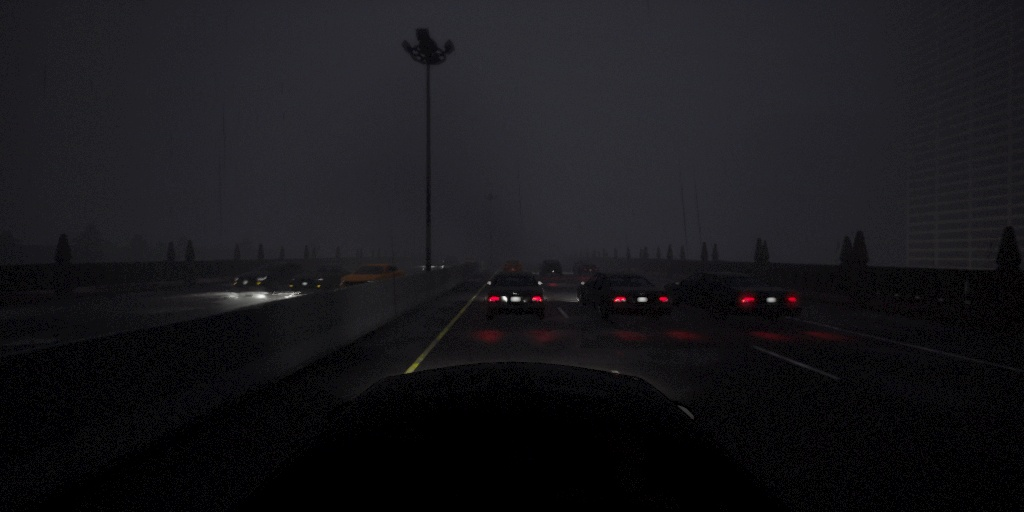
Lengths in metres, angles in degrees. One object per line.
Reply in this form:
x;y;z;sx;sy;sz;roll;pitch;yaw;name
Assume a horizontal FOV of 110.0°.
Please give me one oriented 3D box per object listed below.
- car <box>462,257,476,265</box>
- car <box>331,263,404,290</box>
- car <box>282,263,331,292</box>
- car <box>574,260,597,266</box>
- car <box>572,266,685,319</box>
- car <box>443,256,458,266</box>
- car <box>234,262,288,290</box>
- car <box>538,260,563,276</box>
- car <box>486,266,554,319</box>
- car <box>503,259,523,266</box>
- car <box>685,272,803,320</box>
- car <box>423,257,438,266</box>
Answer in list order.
-7.059;0.918;59.519;1.882;1.535;5.008;0;0;1;car
-7.102;1.137;18.660;1.882;1.535;5.008;0;0;0;car
-10.601;1.214;20.332;1.994;1.385;4.181;0;0;0;car
7.081;1.099;34.711;1.812;1.442;4.674;0;0;0;car
3.598;1.240;12.414;2.033;1.411;5.357;0;0;0;car
-10.550;0.781;61.665;2.097;1.767;4.553;0;0;1;car
-14.101;1.150;21.396;1.837;1.490;4.892;0;0;0;car
3.596;1.083;33.763;1.837;1.490;4.892;0;0;0;car
0.098;1.240;12.518;2.033;1.411;5.357;0;0;0;car
0.096;1.048;35.340;1.882;1.535;5.008;0;0;0;car
7.098;1.241;12.325;2.033;1.411;5.357;0;0;0;car
-14.045;0.953;61.991;1.812;1.442;4.674;0;0;1;car
